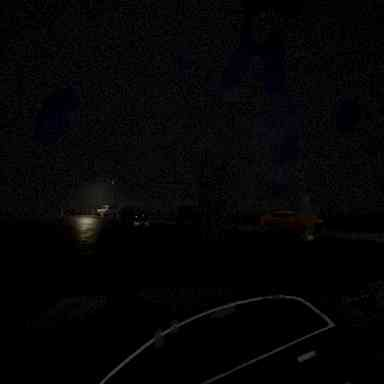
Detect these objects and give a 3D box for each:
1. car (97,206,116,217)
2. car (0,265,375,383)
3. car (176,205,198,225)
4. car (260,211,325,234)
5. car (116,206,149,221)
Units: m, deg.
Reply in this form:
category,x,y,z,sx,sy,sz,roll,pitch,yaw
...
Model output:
category,x,y,z,sx,sy,sz,roll,pitch,yaw
car,-15.814,3.622,62.063,2.150,2.045,5.566,2,-3,-36
car,-0.348,1.515,2.792,4.892,1.490,1.837,1,0,-35
car,0.497,2.345,34.108,2.150,2.045,5.566,2,-3,-36
car,7.298,2.175,24.529,1.882,1.535,5.008,2,-3,-35
car,-7.991,2.895,46.057,2.150,2.045,5.566,2,-4,-35
